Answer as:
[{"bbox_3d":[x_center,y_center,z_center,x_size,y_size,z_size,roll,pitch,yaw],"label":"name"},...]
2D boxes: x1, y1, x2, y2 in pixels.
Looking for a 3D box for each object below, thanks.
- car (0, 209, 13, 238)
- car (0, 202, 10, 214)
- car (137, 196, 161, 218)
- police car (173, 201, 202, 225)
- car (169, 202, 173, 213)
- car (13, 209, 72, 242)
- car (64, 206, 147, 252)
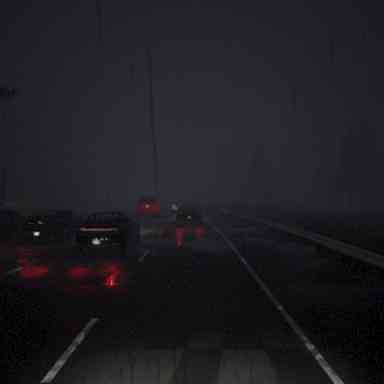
[{"bbox_3d":[-10.511,1.651,18.211,1.812,1.442,4.674,0,0,-1],"label":"car"},{"bbox_3d":[-22.621,1.859,37.768,1.895,1.301,4.718,0,0,-7],"label":"car"},{"bbox_3d":[-4.367,1.449,33.389,2.150,2.045,5.566,0,0,-5],"label":"car"},{"bbox_3d":[-0.324,1.602,25.955,1.930,1.638,5.238,0,0,-3],"label":"police car"},{"bbox_3d":[-1.771,1.809,41.548,1.812,1.442,4.674,0,-1,-7],"label":"car"},{"bbox_3d":[-6.985,1.623,17.269,1.837,1.490,4.892,0,0,-1],"label":"car"},{"bbox_3d":[-3.438,1.590,14.297,2.128,1.511,4.902,0,0,-1],"label":"car"}]
